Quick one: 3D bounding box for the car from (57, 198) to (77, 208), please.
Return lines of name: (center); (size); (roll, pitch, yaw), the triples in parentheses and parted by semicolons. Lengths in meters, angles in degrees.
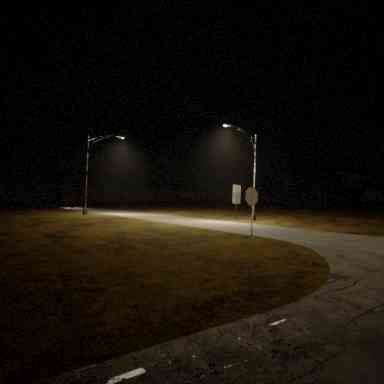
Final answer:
car: (-18.757, 1.601, 49.861); (1.994, 1.385, 4.181); (3, -2, -36)
